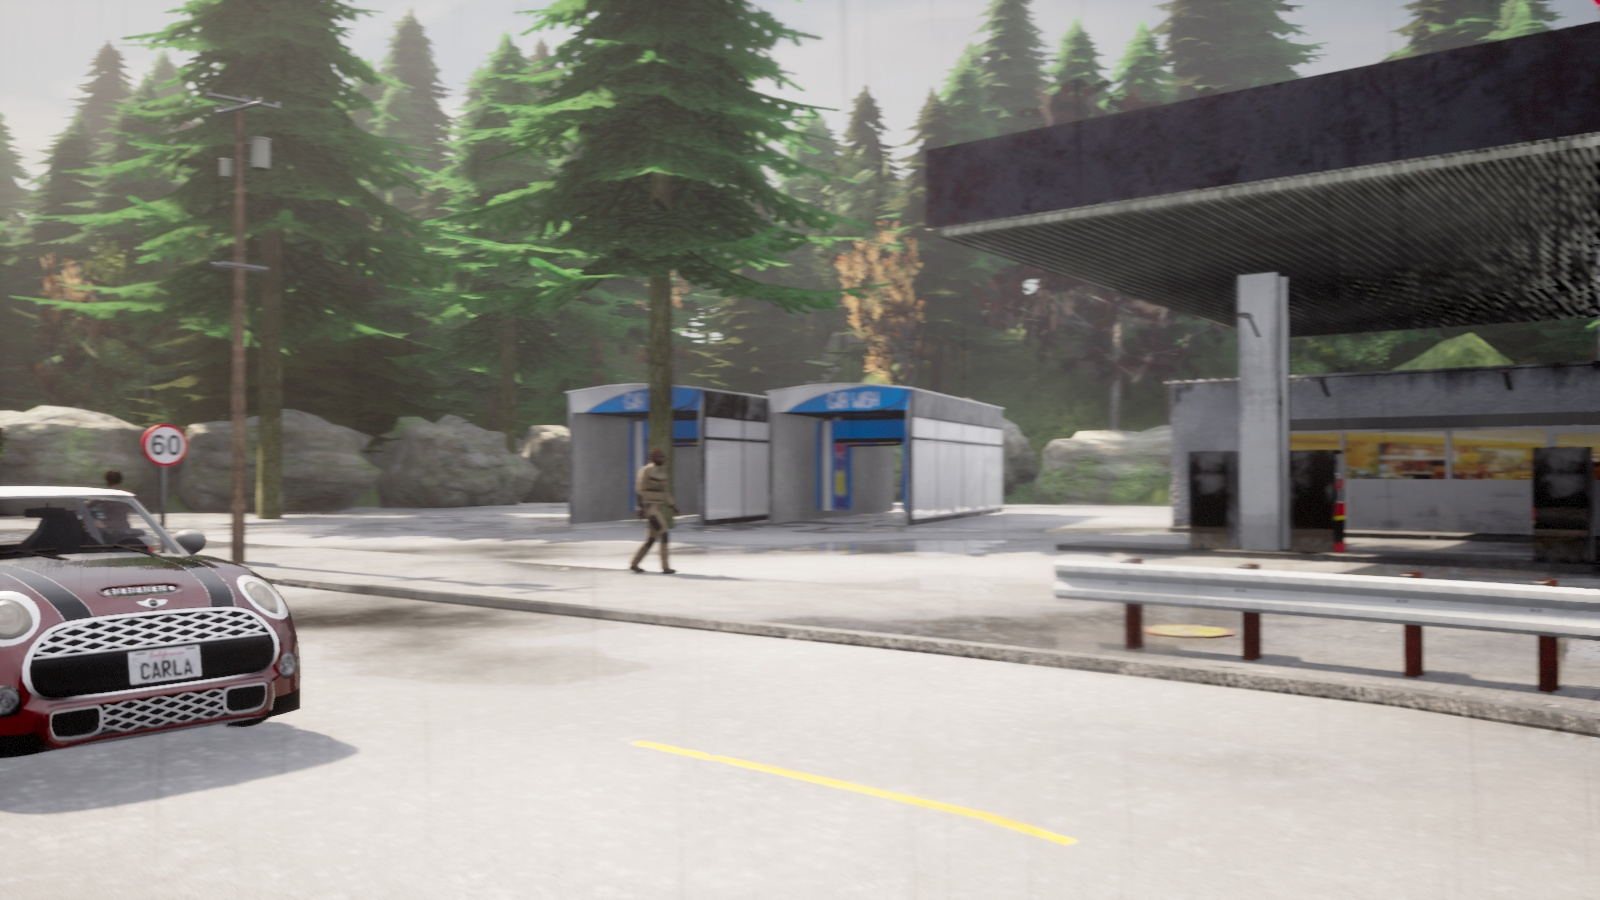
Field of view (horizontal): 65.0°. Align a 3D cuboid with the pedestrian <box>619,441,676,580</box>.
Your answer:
[{"bbox_3d":[-2.172,0.854,17.876,0.692,1.930,0.396,-1,-1,28],"label":"pedestrian"}]

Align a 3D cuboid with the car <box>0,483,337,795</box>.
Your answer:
[{"bbox_3d":[-4.855,0.964,7.864,3.806,1.475,1.970,-1,-1,38],"label":"car"}]
